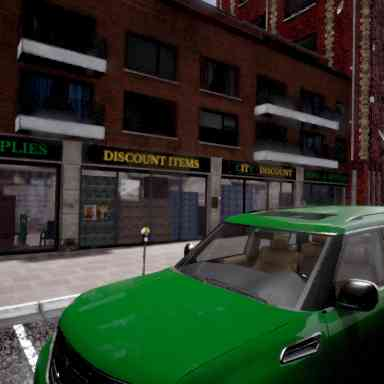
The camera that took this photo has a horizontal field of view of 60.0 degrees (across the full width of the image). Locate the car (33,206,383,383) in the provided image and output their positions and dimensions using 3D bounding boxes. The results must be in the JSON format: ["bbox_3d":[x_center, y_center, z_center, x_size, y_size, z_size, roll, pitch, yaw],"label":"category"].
[{"bbox_3d":[1.269,1.224,3.848,5.566,2.045,2.150,0,0,-35],"label":"car"}]
